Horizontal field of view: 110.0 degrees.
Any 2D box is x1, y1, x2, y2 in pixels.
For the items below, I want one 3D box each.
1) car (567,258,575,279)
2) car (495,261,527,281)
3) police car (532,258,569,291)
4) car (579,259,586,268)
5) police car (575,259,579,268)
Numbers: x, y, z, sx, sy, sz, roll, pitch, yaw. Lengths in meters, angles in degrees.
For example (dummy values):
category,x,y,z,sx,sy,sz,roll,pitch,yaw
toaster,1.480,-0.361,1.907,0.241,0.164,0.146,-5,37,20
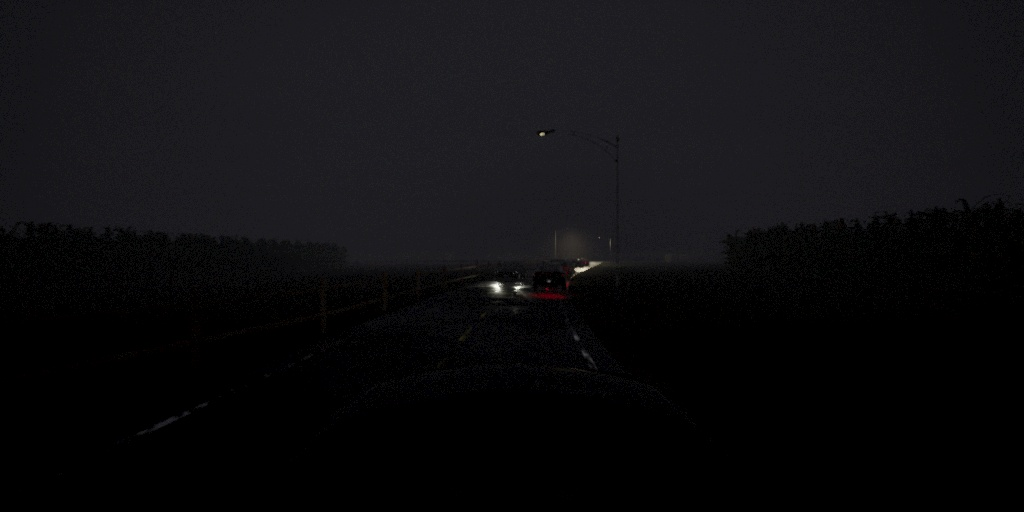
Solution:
category,x,y,z,sx,sy,sz,roll,pitch,yaw
car,4.105,1.050,31.436,2.097,1.767,4.553,0,0,12
car,-0.008,1.171,29.132,1.882,1.535,5.008,0,0,11
police car,2.359,1.146,21.887,1.930,1.638,5.238,0,0,8
car,9.928,1.205,55.460,1.994,1.385,4.181,0,0,17
police car,5.517,1.110,37.319,1.930,1.638,5.238,0,0,15
